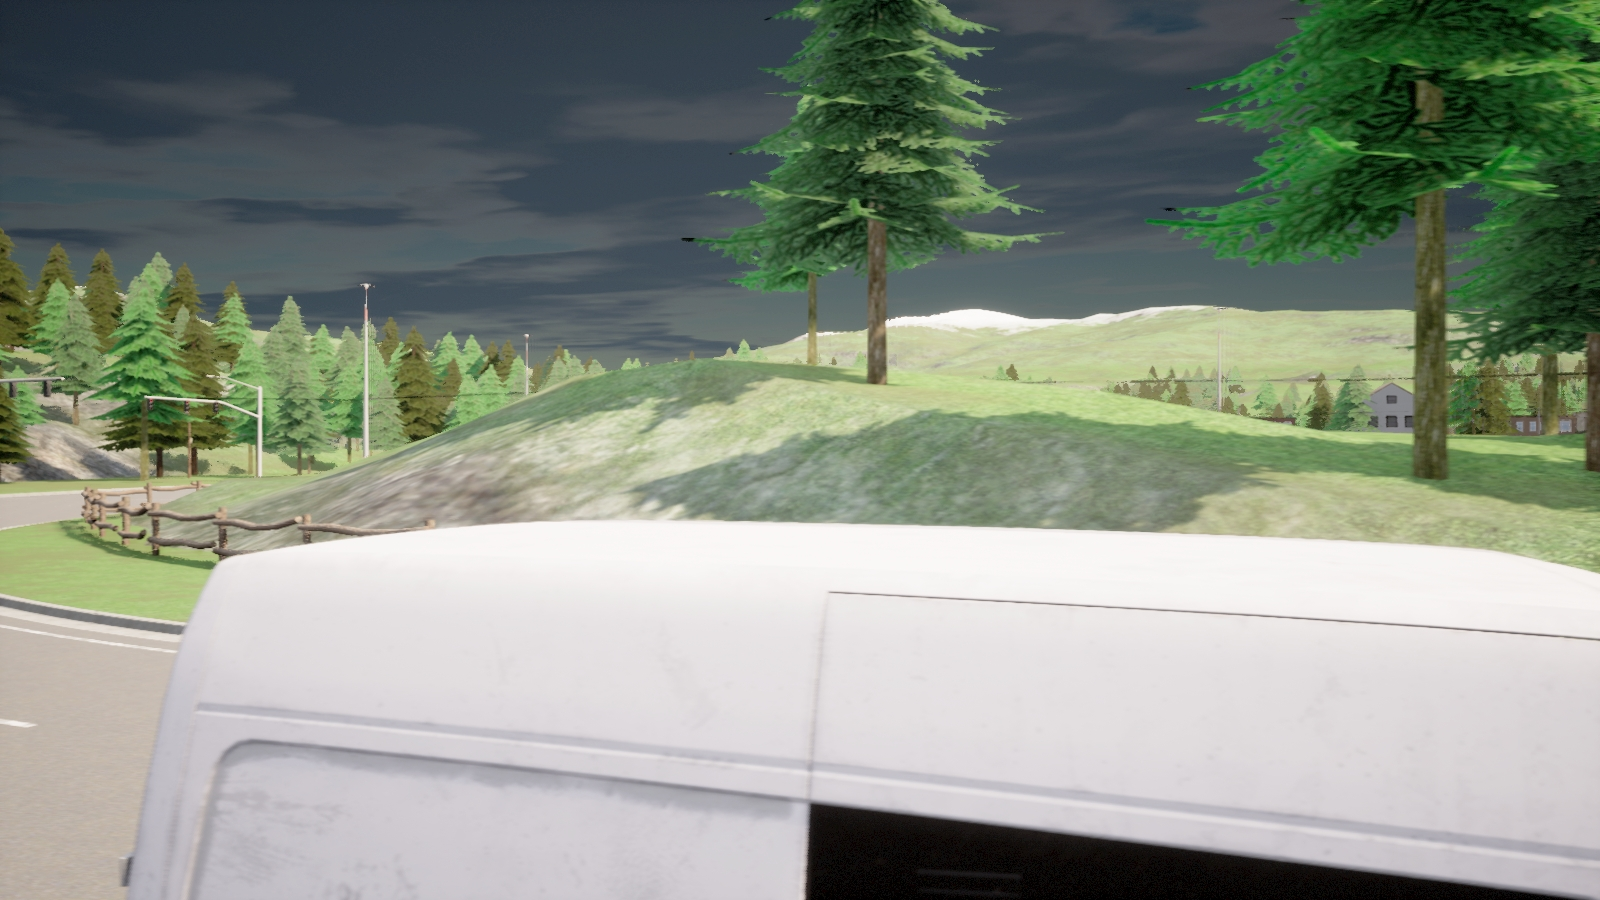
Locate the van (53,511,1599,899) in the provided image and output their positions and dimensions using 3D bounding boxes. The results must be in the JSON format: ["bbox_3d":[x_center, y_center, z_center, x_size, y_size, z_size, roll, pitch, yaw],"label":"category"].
[{"bbox_3d":[1.242,1.534,2.817,5.915,2.561,1.988,0,0,20],"label":"van"}]
